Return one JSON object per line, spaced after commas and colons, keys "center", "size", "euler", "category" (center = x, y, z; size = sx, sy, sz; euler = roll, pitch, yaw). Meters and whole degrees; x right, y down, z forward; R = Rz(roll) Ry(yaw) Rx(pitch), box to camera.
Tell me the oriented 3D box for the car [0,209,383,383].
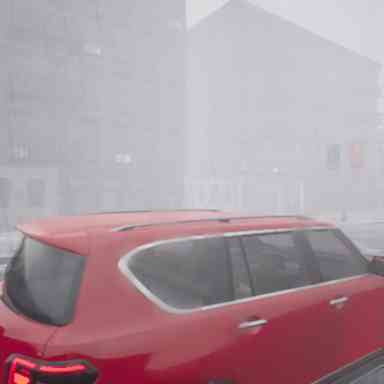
{"center": [0.702, 1.237, 3.938], "size": [5.566, 2.045, 2.150], "euler": [0, 0, -35], "category": "car"}
